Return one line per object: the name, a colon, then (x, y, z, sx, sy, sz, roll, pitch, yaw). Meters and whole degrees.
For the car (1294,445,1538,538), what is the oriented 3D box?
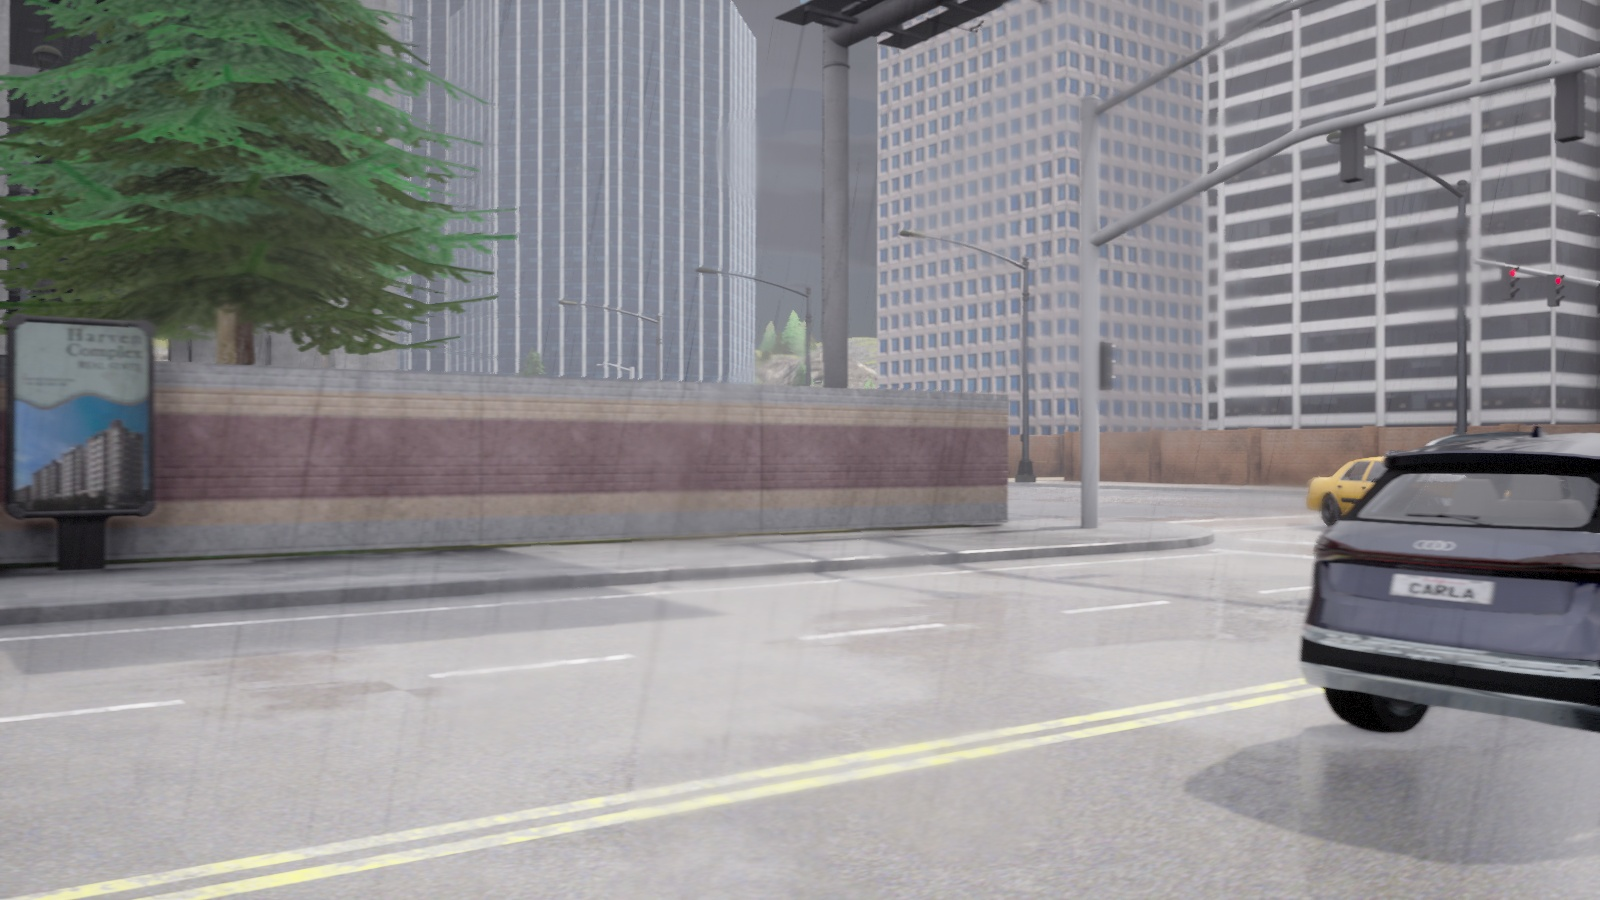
car: (11.581, 0.719, 24.136, 1.801, 1.575, 5.366, 0, 0, -3)

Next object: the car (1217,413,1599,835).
car: (4.690, 0.682, 6.924, 4.856, 1.649, 2.033, 0, 0, -35)
